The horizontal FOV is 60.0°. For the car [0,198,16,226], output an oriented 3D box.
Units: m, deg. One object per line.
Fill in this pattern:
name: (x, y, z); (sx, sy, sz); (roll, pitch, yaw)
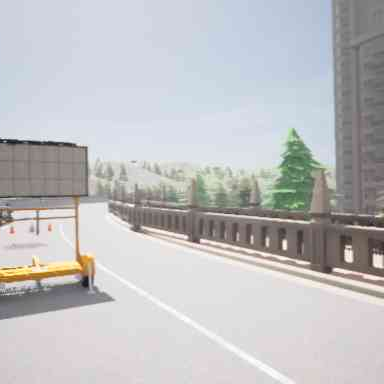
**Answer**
car: (-15.323, 1.467, 25.301); (2.150, 2.045, 5.566); (-1, 0, -19)

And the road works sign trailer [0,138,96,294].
road works sign trailer: (-3.846, 0.534, 8.281); (2.380, 3.560, 2.880); (-1, 0, -29)

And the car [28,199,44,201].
car: (-30.098, 2.000, 63.300); (1.882, 1.535, 5.008); (-1, 0, 5)
